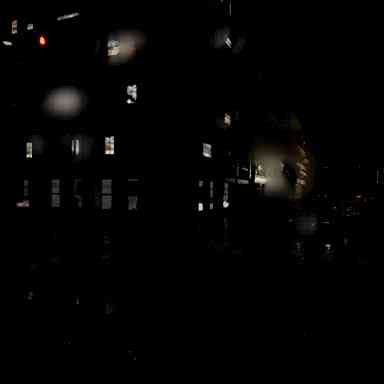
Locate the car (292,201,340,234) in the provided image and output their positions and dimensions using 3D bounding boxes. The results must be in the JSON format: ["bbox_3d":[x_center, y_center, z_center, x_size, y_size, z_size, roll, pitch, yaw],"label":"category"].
[{"bbox_3d":[7.342,1.490,19.400,1.837,1.490,4.892,1,0,26],"label":"car"}]

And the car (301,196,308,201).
[{"bbox_3d":[11.922,1.495,35.754,1.887,1.381,4.507,1,0,24],"label":"car"}]

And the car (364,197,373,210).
[{"bbox_3d":[23.655,1.466,42.664,1.967,1.590,4.097,1,0,24],"label":"car"}]

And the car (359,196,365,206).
[{"bbox_3d":[28.195,1.569,52.798,2.008,1.369,4.403,1,0,24],"label":"car"}]

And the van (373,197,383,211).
[{"bbox_3d":[19.115,1.374,32.530,1.690,1.788,3.998,1,0,24],"label":"van"}]

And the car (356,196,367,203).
[{"bbox_3d":[37.277,1.542,73.064,1.887,1.381,4.507,1,0,24],"label":"car"}]

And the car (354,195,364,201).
[{"bbox_3d":[41.818,1.536,83.196,2.008,1.369,4.403,1,0,24],"label":"car"}]

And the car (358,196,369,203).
[{"bbox_3d":[35.006,1.548,67.997,1.887,1.381,4.507,1,0,24],"label":"car"}]

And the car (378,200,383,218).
[{"bbox_3d":[16.841,1.619,27.465,1.802,1.307,4.206,1,0,24],"label":"car"}]

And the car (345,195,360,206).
[{"bbox_3d":[26.237,1.468,54.705,1.882,1.535,5.008,1,0,24],"label":"car"}]

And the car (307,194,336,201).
[{"bbox_3d":[11.505,1.332,28.737,2.097,1.767,4.553,1,0,24],"label":"car"}]

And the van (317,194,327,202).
[{"bbox_3d":[27.818,1.261,71.218,1.690,1.788,3.998,1,0,24],"label":"van"}]

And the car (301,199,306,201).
[{"bbox_3d":[7.380,1.501,25.621,1.887,1.381,4.507,1,0,24],"label":"car"}]

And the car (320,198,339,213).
[{"bbox_3d":[15.768,1.501,38.068,1.812,1.442,4.674,1,0,24],"label":"car"}]

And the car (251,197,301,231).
[{"bbox_3d":[5.112,1.274,20.553,2.192,1.841,5.009,1,0,24],"label":"car"}]
